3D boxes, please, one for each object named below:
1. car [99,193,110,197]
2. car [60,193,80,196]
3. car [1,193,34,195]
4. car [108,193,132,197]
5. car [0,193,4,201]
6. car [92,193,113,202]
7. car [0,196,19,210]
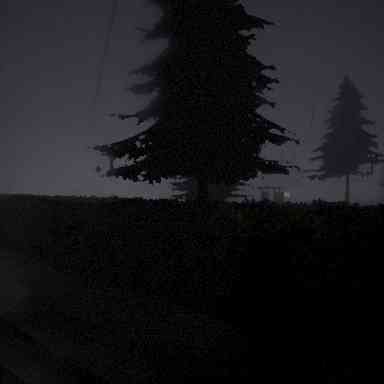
[{"bbox_3d":[-17.020,1.095,70.361,1.932,1.855,4.605,0,0,44],"label":"car"},{"bbox_3d":[-28.525,1.151,81.052,2.152,1.636,5.027,0,0,44],"label":"car"},{"bbox_3d":[-14.878,1.138,25.617,2.150,2.045,5.566,0,1,44],"label":"car"},{"bbox_3d":[-11.161,1.381,54.044,1.970,1.475,3.806,0,0,44],"label":"car"},{"bbox_3d":[-42.931,1.095,70.830,1.932,1.855,4.605,0,0,44],"label":"car"},{"bbox_3d":[-19.385,1.074,72.100,1.905,1.878,3.866,0,0,44],"label":"car"},{"bbox_3d":[-24.327,1.328,40.812,2.152,1.636,5.027,0,0,44],"label":"car"}]
